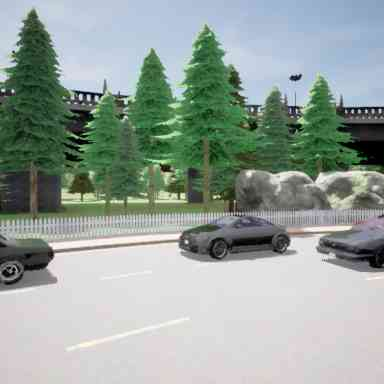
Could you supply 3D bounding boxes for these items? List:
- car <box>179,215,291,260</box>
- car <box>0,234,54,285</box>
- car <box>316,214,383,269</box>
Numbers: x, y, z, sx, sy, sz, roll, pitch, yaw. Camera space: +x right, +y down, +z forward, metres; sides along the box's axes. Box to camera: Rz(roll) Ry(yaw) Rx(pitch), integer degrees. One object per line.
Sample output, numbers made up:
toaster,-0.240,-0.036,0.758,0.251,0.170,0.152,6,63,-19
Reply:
car,1.611,1.564,12.445,4.181,1.385,1.994,0,0,-25
car,-6.020,1.601,8.095,4.718,1.301,1.895,0,0,-32
car,6.864,1.547,11.012,5.357,1.411,2.033,0,0,-17
